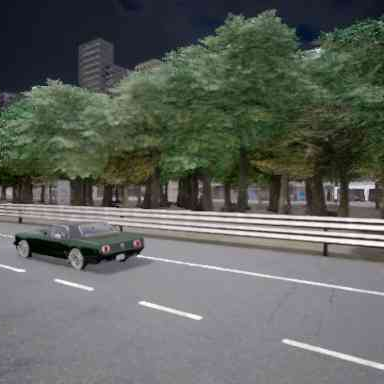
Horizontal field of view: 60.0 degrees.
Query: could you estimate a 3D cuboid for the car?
[{"bbox_3d":[-3.874,1.601,10.932,4.718,1.301,1.895,0,0,35],"label":"car"}]
